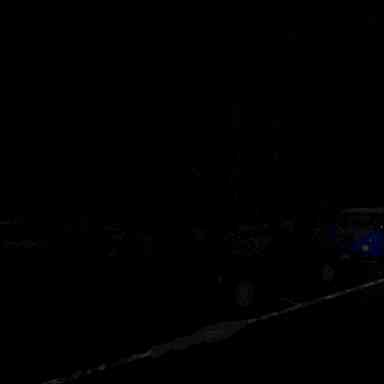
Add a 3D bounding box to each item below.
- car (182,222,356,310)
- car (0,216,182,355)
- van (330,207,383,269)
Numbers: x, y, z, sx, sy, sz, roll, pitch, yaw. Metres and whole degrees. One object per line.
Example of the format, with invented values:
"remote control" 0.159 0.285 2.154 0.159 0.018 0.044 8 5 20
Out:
"car" 1.709 1.576 7.870 4.507 1.381 1.887 0 0 -36
"car" -2.879 1.317 4.597 5.009 1.841 2.192 0 0 -36
"van" 6.298 1.402 11.144 3.998 1.788 1.690 0 0 -36
